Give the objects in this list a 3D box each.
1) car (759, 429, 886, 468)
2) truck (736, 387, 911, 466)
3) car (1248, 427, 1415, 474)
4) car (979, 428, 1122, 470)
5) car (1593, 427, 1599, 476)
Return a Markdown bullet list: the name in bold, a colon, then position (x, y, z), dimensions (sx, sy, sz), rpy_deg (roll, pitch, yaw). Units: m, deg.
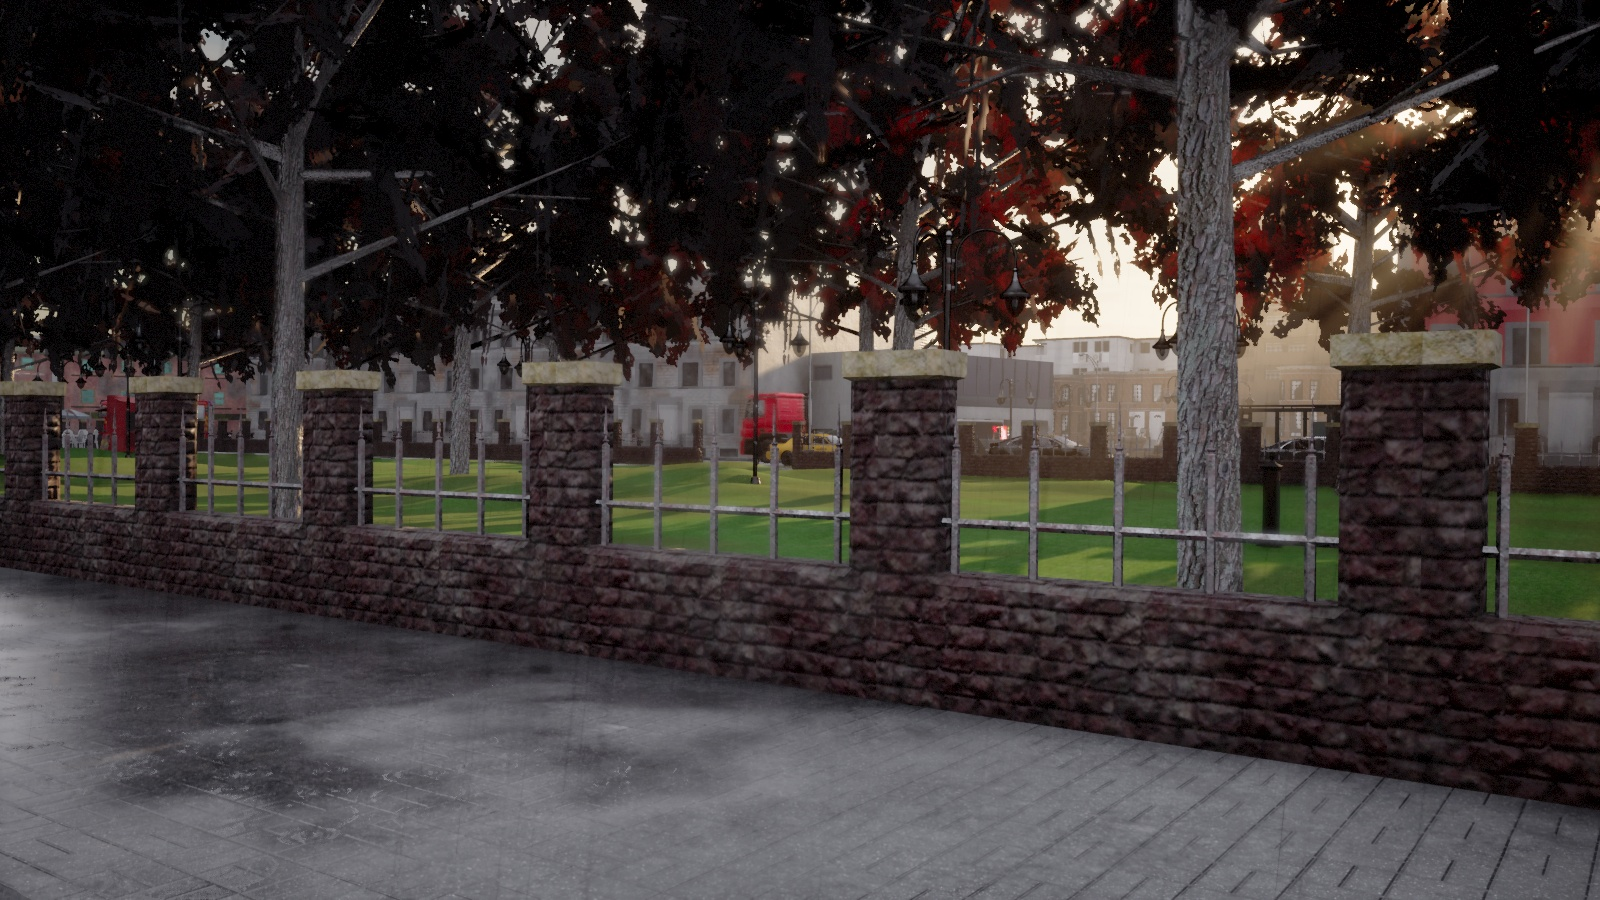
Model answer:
- **car**: position (0.911, -0.076, 54.100), dimensions (5.366, 1.575, 1.801), rpy_deg (0, 1, 35)
- **truck**: position (1.028, -1.064, 58.888), dimensions (7.936, 3.462, 2.891), rpy_deg (0, 1, 35)
- **car**: position (17.818, -0.001, 42.210), dimensions (4.892, 1.490, 1.837), rpy_deg (0, 1, 35)
- **car**: position (9.552, -0.055, 48.023), dimensions (4.902, 1.511, 2.128), rpy_deg (0, 1, 35)
- **car**: position (25.908, 0.024, 36.535), dimensions (4.674, 1.442, 1.812), rpy_deg (0, 1, 36)
